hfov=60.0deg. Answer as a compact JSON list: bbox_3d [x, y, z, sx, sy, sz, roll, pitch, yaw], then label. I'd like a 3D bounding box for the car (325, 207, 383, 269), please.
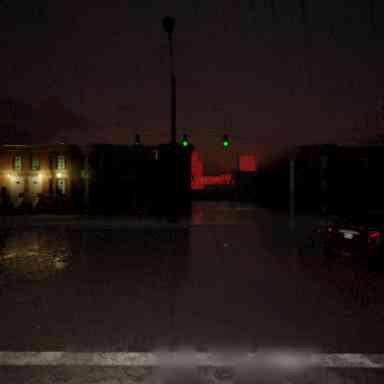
[{"bbox_3d":[6.740,1.377,11.252,4.553,1.767,2.097,0,0,-27],"label":"car"}]
